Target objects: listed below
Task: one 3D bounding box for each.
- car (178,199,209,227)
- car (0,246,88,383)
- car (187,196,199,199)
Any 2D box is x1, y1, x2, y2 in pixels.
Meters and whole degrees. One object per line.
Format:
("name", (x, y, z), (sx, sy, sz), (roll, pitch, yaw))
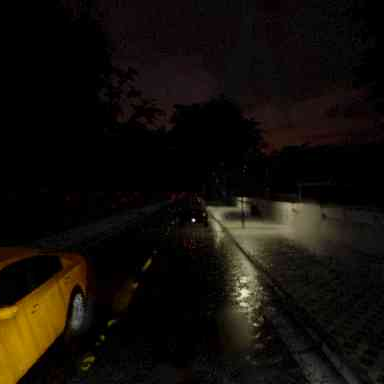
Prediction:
("car", (0.100, 1.492, 22.897), (1.837, 1.490, 4.892), (0, 0, 0))
("car", (-2.750, 1.477, 3.854), (1.882, 1.535, 5.008), (0, 0, 0))
("car", (0.103, 1.319, 40.606), (2.097, 1.767, 4.553), (0, 0, 0))
